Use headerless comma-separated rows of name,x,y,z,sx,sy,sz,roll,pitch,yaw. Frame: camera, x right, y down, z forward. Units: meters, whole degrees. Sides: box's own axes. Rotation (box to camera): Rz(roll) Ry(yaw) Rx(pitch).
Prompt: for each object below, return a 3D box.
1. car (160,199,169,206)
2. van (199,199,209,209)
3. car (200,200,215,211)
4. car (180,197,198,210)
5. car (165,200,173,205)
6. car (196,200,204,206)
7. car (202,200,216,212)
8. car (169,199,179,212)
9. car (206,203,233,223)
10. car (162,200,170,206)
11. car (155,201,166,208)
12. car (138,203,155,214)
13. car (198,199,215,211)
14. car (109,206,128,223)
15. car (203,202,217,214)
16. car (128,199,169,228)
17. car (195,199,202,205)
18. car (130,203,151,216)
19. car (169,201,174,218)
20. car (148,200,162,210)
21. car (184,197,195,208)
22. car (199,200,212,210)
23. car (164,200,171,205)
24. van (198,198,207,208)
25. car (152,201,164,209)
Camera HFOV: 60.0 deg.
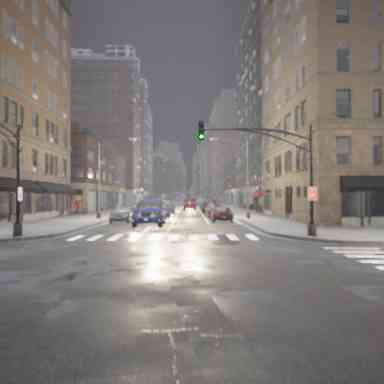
car,-6.448,2.514,78.445,1.967,1.590,4.097,0,-1,-1
van,2.232,2.142,61.994,1.690,1.788,3.998,0,-1,-1
car,2.334,2.087,50.980,1.967,1.590,4.097,0,-1,-1
car,-0.382,1.943,55.687,2.150,2.045,5.566,0,-1,-1
car,-6.603,2.893,94.967,1.947,1.339,4.313,0,-1,-1
car,2.026,2.679,84.018,2.008,1.369,4.403,0,-1,-1
car,2.436,2.028,40.135,1.752,1.417,4.829,0,-1,-1
car,-3.290,2.090,45.866,2.128,1.511,4.902,0,-1,-1
car,2.540,1.907,28.952,1.887,1.381,4.507,0,-1,-1
car,-6.498,2.680,83.782,1.752,1.417,4.829,0,-1,-1
car,-6.345,2.475,67.427,1.947,1.339,4.313,0,-1,-1
car,-6.139,2.184,45.397,1.802,1.307,4.206,0,-1,-1
car,2.386,1.888,45.474,2.192,1.841,5.009,0,-1,-1
car,-5.985,1.942,28.876,2.008,1.369,4.403,0,-1,-1
car,2.489,1.997,34.458,1.947,1.339,4.313,0,-1,-1
car,-3.201,1.564,25.630,2.150,2.045,5.566,0,-1,0
car,1.921,2.826,95.202,1.752,1.417,4.829,0,-1,-1
car,-6.088,2.074,39.891,1.887,1.381,4.507,0,-1,-1
car,-3.288,2.030,35.681,1.994,1.385,4.181,0,-1,-2
car,-6.242,2.192,56.414,1.967,1.590,4.097,0,-1,-1
car,-0.482,2.095,66.404,2.150,2.045,5.566,0,-1,-1
car,2.283,2.163,56.485,1.967,1.590,4.097,0,-1,-1
car,-6.551,2.823,89.459,1.802,1.307,4.206,0,-1,-1
van,2.180,2.222,67.500,1.690,1.788,3.998,0,-1,-1
car,-6.294,2.412,61.919,1.802,1.307,4.206,0,-1,-1
